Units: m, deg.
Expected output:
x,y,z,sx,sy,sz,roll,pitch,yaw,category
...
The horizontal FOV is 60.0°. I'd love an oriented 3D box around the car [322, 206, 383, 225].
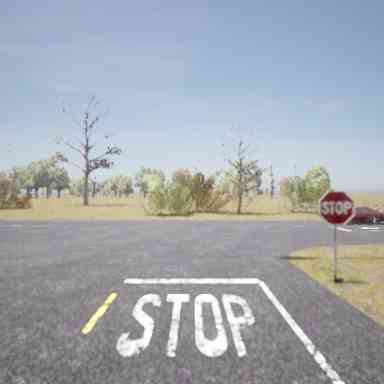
x,y,z,sx,sy,sz,roll,pitch,yaw,category
12.588,1.827,25.973,4.674,1.442,1.812,0,0,-2,car
